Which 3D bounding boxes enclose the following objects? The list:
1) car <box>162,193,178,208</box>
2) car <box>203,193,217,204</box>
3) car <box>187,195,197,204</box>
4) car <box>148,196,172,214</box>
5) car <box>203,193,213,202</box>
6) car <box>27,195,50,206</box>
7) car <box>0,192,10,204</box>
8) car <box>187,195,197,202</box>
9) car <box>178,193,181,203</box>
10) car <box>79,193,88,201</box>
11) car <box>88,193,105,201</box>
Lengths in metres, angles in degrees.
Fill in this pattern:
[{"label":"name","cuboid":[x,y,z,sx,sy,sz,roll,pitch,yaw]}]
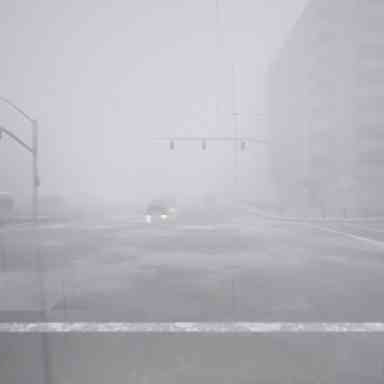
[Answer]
[{"label":"car","cuboid":[-3.579,1.231,48.965,2.150,2.045,5.566,0,0,0]},{"label":"car","cuboid":[3.505,1.231,63.848,2.150,2.045,5.566,0,0,0]},{"label":"car","cuboid":[0.005,1.536,64.418,1.812,1.442,4.674,0,0,0]},{"label":"car","cuboid":[-3.588,1.483,35.726,1.882,1.535,5.008,0,0,0]},{"label":"car","cuboid":[3.505,1.224,73.364,2.097,1.767,4.553,0,0,0]},{"label":"car","cuboid":[-26.706,1.404,57.381,1.970,1.475,3.806,0,0,0]},{"label":"car","cuboid":[-43.561,1.168,74.872,1.905,1.878,3.866,0,0,0]},{"label":"car","cuboid":[0.005,1.394,73.394,2.128,1.511,4.902,0,0,0]},{"label":"car","cuboid":[-3.498,1.222,68.077,2.150,2.045,5.566,0,0,0]},{"label":"car","cuboid":[-23.937,1.168,74.838,1.905,1.878,3.866,0,0,0]},{"label":"car","cuboid":[-21.043,1.165,74.773,1.932,1.855,4.605,0,0,0]}]
